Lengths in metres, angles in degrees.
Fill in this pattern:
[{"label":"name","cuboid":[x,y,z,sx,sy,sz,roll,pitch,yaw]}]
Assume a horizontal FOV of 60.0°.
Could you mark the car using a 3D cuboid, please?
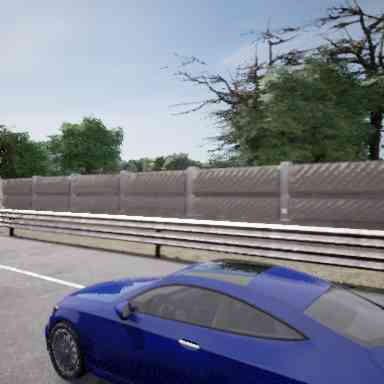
[{"label":"car","cuboid":[0.258,1.527,3.809,4.674,1.442,1.812,0,0,35]}]
